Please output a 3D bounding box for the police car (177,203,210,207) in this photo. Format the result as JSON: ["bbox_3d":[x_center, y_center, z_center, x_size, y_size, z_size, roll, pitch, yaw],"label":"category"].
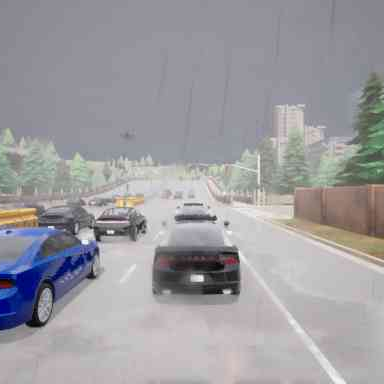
[{"bbox_3d":[0.090,1.425,18.771,1.930,1.638,5.238,0,0,0],"label":"police car"}]

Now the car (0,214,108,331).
[{"bbox_3d":[-3.404,1.478,7.022,1.882,1.535,5.008,0,0,0],"label":"car"}]

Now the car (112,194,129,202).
[{"bbox_3d":[-14.071,1.565,63.726,1.994,1.385,4.181,0,0,1],"label":"car"}]

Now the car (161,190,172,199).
[{"bbox_3d":[-7.147,1.071,88.534,1.994,1.385,4.181,0,4,0],"label":"car"}]

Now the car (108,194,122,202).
[{"bbox_3d":[-17.574,1.322,76.181,2.097,1.767,4.553,0,0,0],"label":"car"}]

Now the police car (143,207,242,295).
[{"bbox_3d":[0.096,1.425,8.868,1.930,1.638,5.238,0,0,0],"label":"police car"}]

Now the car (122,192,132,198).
[{"bbox_3d":[-17.658,0.892,90.371,1.994,1.385,4.181,0,3,0],"label":"car"}]

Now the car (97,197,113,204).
[{"bbox_3d":[-17.531,1.601,67.311,1.895,1.301,4.718,0,0,0],"label":"car"}]

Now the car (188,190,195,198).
[{"bbox_3d":[-0.164,0.931,91.320,1.895,1.301,4.718,0,4,0],"label":"car"}]

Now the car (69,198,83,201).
[{"bbox_3d":[-17.617,1.564,50.514,1.994,1.385,4.181,0,0,0],"label":"car"}]

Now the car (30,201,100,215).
[{"bbox_3d":[-6.909,1.505,18.730,1.837,1.490,4.892,0,0,0],"label":"car"}]

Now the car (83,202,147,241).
[{"bbox_3d":[-3.417,1.492,16.528,2.128,1.511,4.902,0,0,1],"label":"car"}]

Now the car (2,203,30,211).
[{"bbox_3d":[-6.905,1.352,9.566,2.097,1.767,4.553,0,0,0],"label":"car"}]

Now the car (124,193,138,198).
[{"bbox_3d":[-14.065,1.506,74.688,2.128,1.511,4.902,0,0,0],"label":"car"}]

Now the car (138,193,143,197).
[{"bbox_3d":[-14.148,0.967,88.662,1.882,1.535,5.008,0,3,0],"label":"car"}]

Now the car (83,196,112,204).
[{"bbox_3d":[-14.117,1.493,49.952,2.128,1.511,4.902,0,0,0],"label":"car"}]

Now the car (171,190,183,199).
[{"bbox_3d":[-3.645,0.903,88.111,2.097,1.767,4.553,0,3,0],"label":"car"}]

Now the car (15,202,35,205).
[{"bbox_3d":[-14.113,1.547,27.540,2.033,1.411,5.357,0,0,0],"label":"car"}]
